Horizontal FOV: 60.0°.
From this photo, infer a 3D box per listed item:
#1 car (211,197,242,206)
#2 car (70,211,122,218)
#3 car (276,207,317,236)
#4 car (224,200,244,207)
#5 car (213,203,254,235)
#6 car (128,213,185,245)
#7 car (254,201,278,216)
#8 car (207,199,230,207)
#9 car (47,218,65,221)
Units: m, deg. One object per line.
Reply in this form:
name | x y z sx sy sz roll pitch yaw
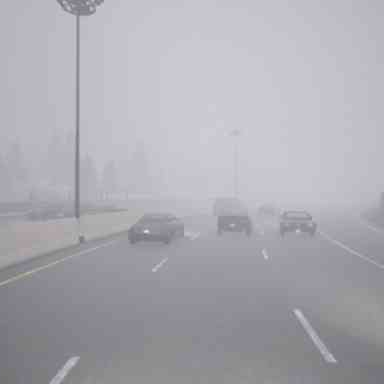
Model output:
car | 3.956 1.566 35.494 2.150 2.045 5.566 0 -1 23
car | -6.926 1.785 25.956 2.033 1.411 5.357 0 -1 15
car | 6.176 1.800 19.869 1.895 1.301 4.718 0 -1 14
car | 8.172 2.182 63.912 1.994 1.385 4.181 0 -1 38
car | 2.764 1.678 20.532 1.882 1.535 5.008 0 -1 13
car | -1.637 1.721 16.591 1.994 1.385 4.181 0 -1 10
car | 8.628 1.895 37.436 1.812 1.442 4.674 0 -1 24
car | 5.330 2.137 66.006 2.128 1.511 4.902 0 -1 37
car | -9.736 1.750 28.597 2.128 1.511 4.902 0 -1 17
